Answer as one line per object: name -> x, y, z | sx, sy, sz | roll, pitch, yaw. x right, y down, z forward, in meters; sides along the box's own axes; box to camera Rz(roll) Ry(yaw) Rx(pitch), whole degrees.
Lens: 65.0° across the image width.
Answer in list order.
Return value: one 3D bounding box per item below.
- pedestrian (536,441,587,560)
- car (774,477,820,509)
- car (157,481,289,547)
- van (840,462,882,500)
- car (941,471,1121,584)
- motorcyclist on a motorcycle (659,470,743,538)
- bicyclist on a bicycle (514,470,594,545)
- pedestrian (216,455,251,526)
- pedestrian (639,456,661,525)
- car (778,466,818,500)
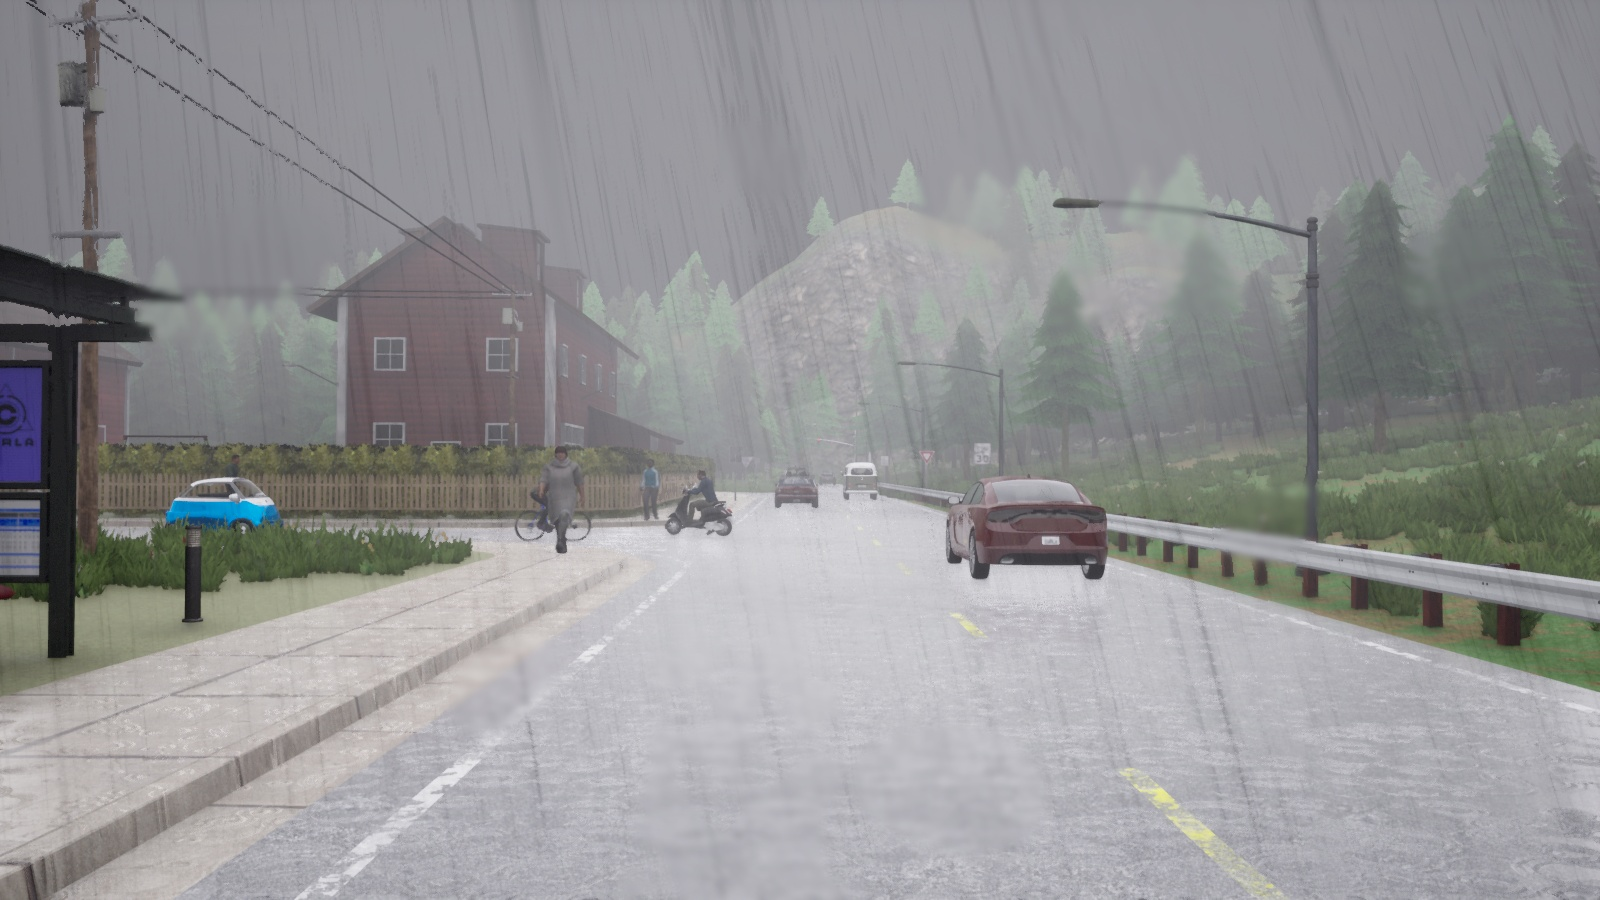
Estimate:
pedestrian -> -3.987, 0.838, 21.011 | 0.659, 1.952, 0.873 | 0, -1, 2
car -> -0.129, 1.821, 54.038 | 1.895, 1.301, 4.718 | 0, -1, 0
car -> -12.526, 1.377, 27.339 | 2.207, 1.376, 1.481 | -1, -1, 0
van -> 3.333, 1.691, 69.556 | 2.069, 2.038, 4.480 | 0, -1, 0
car -> 3.453, 1.109, 19.755 | 1.882, 1.535, 5.008 | 0, -1, 0
motorcyclist on a motorcycle -> -2.374, 1.282, 30.135 | 1.817, 1.590, 0.866 | -1, -1, 21
bicyclist on a bicycle -> -5.365, 1.249, 27.458 | 1.656, 1.620, 0.582 | 0, -1, -5
pedestrian -> -15.713, 1.117, 34.852 | 0.788, 1.949, 0.423 | 0, -1, -1
pedestrian -> -4.247, 1.129, 35.553 | 0.396, 1.930, 0.692 | 0, -1, 12
car -> -0.153, 1.808, 70.200 | 1.932, 1.855, 4.605 | 0, -1, -4
